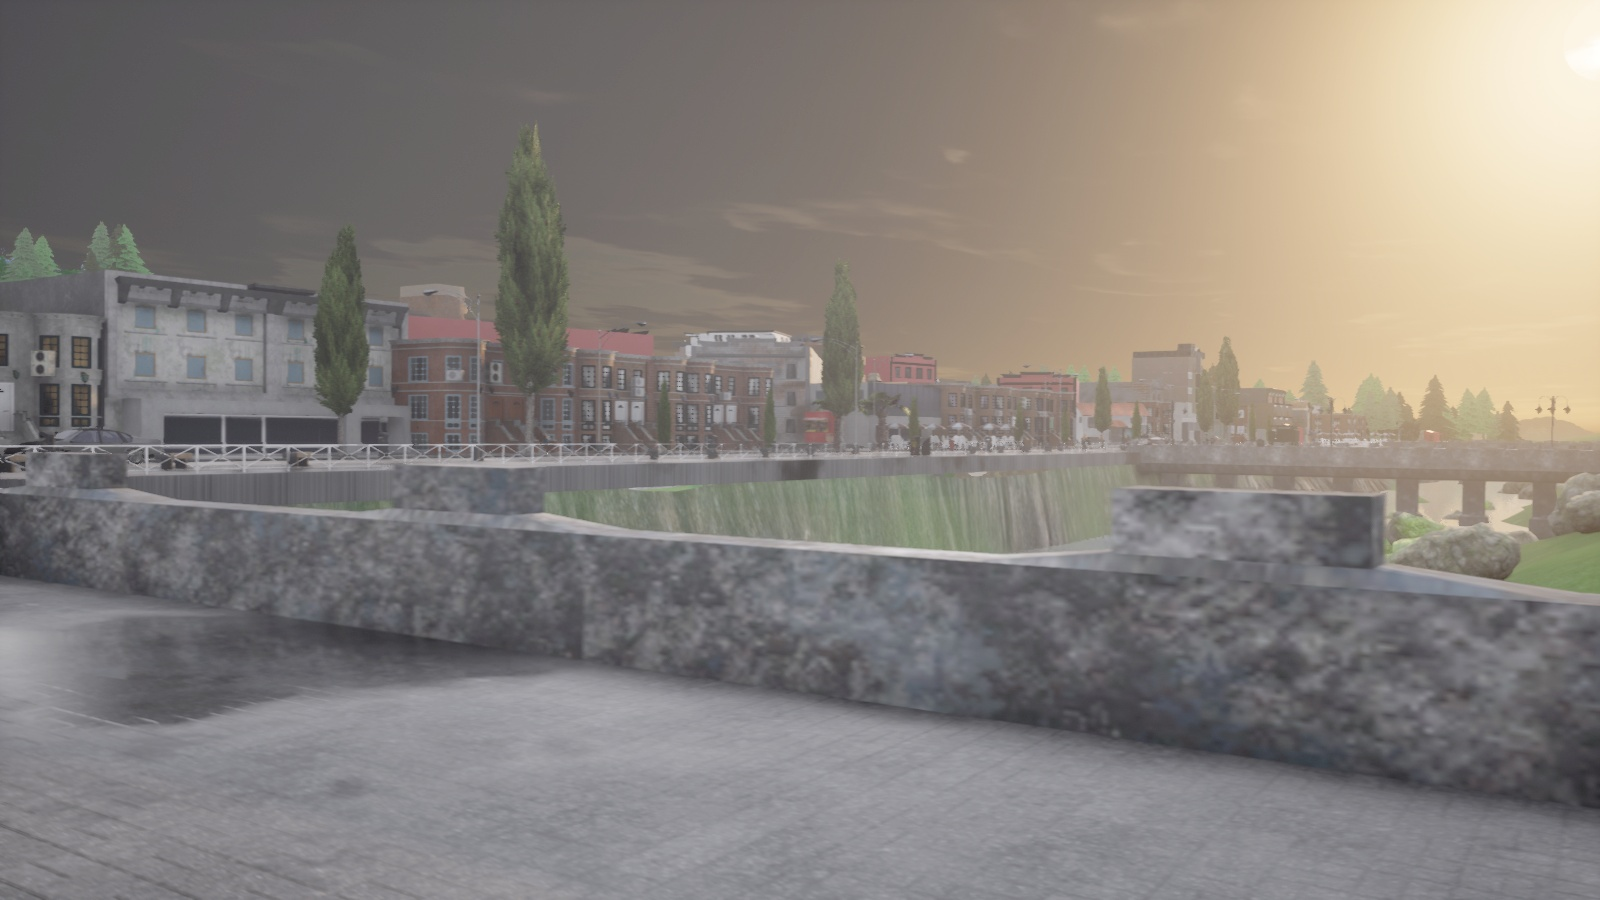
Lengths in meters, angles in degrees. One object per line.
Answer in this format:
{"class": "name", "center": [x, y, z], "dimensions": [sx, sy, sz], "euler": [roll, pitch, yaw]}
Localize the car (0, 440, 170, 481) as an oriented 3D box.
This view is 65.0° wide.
{"class": "car", "center": [-27.162, 0.373, 47.775], "dimensions": [2.033, 1.411, 5.357], "euler": [0, 1, 34]}
